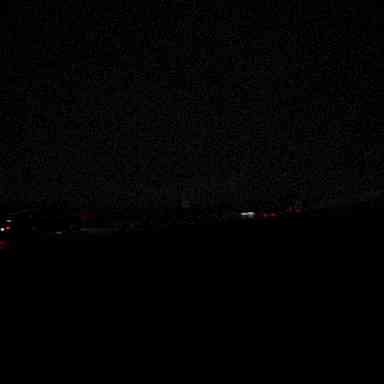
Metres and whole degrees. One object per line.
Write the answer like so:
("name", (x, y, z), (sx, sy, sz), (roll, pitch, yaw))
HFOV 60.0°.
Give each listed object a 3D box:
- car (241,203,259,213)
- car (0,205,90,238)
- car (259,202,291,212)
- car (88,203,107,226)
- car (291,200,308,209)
("car", (9.327, 2.313, 50.561), (2.033, 1.411, 5.357), (-2, -1, 36))
("car", (-8.552, 1.726, 19.215), (1.837, 1.490, 4.892), (-3, -3, 28))
("car", (12.141, 2.178, 48.330), (2.128, 1.511, 4.902), (-2, -1, 36))
("car", (-8.808, 1.759, 25.490), (2.097, 1.767, 4.553), (-2, -2, 36))
("car", (18.175, 2.143, 56.781), (1.812, 1.442, 4.674), (-2, 0, 36))
